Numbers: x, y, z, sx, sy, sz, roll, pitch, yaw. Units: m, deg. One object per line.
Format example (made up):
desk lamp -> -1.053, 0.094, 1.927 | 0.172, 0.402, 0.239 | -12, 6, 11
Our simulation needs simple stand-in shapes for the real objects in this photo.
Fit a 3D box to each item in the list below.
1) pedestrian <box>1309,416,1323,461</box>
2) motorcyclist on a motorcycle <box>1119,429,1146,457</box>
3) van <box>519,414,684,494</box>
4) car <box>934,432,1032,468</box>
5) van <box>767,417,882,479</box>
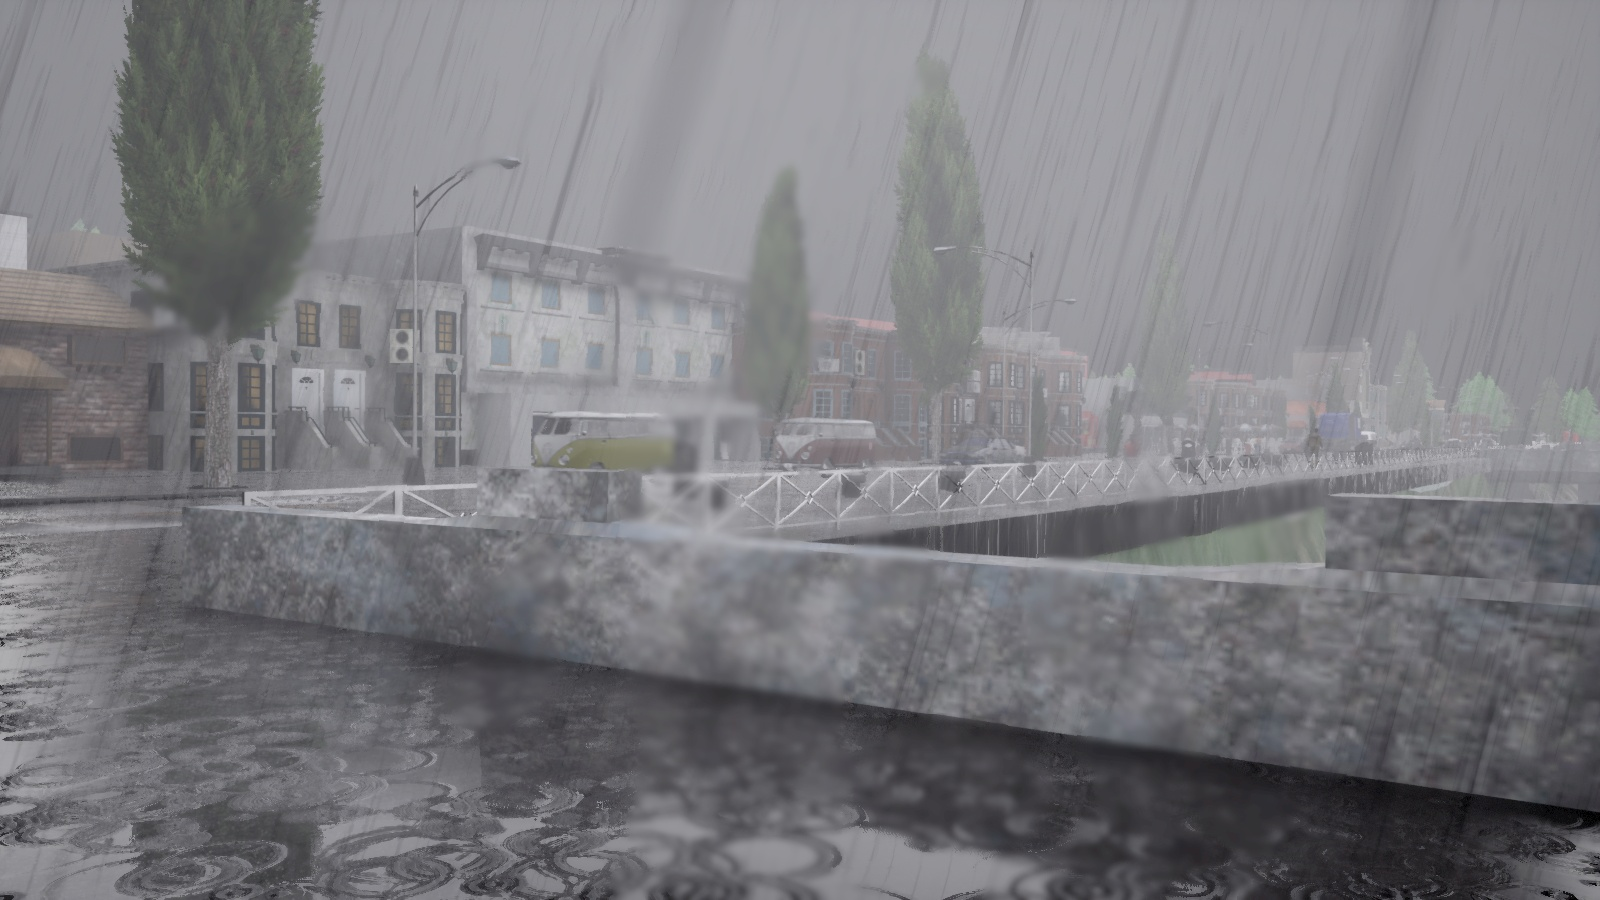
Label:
pedestrian -> 22.585, -0.514, 54.970 | 0.396, 1.930, 0.692 | 0, 1, 37
motorcyclist on a motorcycle -> 18.253, -0.392, 68.902 | 0.797, 1.523, 2.044 | 0, 1, 34
van -> -5.214, 0.074, 33.530 | 1.775, 1.987, 4.442 | 0, 1, 34
car -> 7.818, -0.018, 53.173 | 2.033, 1.411, 5.357 | 0, 1, 34
van -> 0.891, -0.107, 42.732 | 1.775, 1.987, 4.442 | 0, 1, 34
